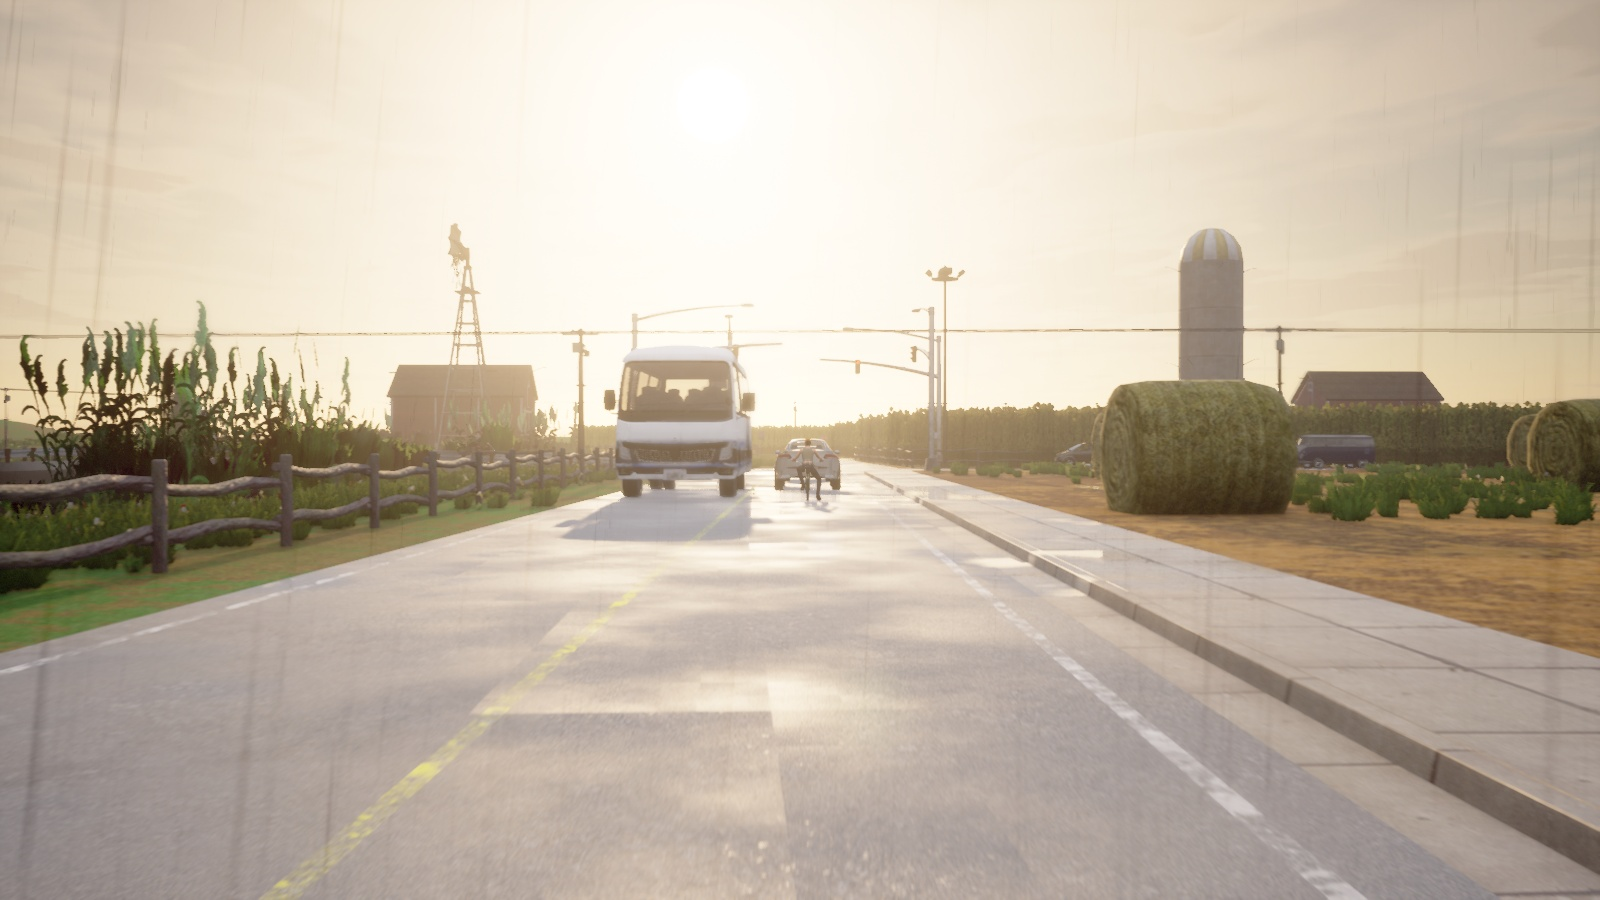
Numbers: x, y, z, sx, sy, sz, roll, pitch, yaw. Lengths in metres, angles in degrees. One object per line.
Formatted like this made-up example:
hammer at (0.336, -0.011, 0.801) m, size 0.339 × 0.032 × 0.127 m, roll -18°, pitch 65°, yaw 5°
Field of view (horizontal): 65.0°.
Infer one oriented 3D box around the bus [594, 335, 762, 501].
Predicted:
bus at (-3.273, -0.843, 37.269) m, size 3.944 × 4.253 × 10.273 m, roll 0°, pitch 0°, yaw 0°

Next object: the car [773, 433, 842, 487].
car at (0.249, 0.293, 41.277) m, size 2.152 × 1.651 × 5.027 m, roll 0°, pitch 0°, yaw 0°

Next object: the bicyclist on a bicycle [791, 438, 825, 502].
bicyclist on a bicycle at (0.198, 0.500, 32.551) m, size 0.866 × 1.612 × 1.509 m, roll 0°, pitch 0°, yaw 0°

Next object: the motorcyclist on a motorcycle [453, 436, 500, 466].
motorcyclist on a motorcycle at (-17.401, 0.051, 67.537) m, size 2.191 × 1.530 × 0.866 m, roll 3°, pitch 0°, yaw 3°

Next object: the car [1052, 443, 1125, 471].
car at (16.253, 0.370, 70.825) m, size 3.705 × 1.549 × 1.789 m, roll 0°, pitch 0°, yaw -2°

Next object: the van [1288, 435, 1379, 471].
van at (30.321, 0.156, 71.457) m, size 4.442 × 1.987 × 1.775 m, roll 0°, pitch 0°, yaw -3°
